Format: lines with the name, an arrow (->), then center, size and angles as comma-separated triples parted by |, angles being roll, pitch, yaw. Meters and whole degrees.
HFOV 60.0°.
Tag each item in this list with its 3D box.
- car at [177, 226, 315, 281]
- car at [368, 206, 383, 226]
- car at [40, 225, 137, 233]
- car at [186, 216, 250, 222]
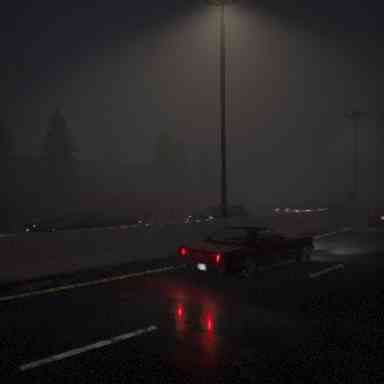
car -> 1.894, 1.698, 10.317 | 4.718, 1.301, 1.895 | 0, -1, -43
car -> 14.099, 1.727, 23.997 | 1.994, 1.385, 4.181 | -1, -1, 37
car -> -5.281, 1.768, 18.171 | 5.357, 1.411, 2.033 | 0, -1, -43
car -> 1.660, 1.553, 20.315 | 2.097, 1.767, 4.553 | -1, -1, 42
